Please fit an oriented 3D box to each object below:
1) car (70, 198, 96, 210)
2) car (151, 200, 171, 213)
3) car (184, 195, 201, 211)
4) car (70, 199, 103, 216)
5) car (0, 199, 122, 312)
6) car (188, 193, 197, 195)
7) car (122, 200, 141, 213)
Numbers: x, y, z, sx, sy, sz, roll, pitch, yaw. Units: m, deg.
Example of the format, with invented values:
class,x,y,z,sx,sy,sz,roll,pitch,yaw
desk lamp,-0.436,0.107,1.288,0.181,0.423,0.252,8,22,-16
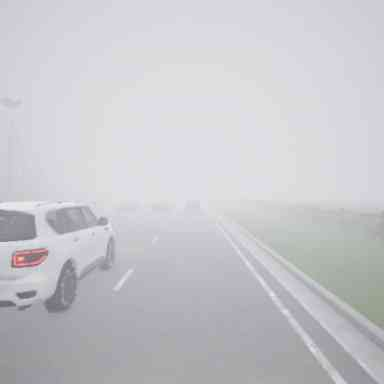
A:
class,x,y,z,sx,sy,sz,roll,pitch,yaw
car,-13.899,1.560,42.629,1.994,1.385,4.181,0,0,0
car,-3.396,1.596,37.270,1.895,1.301,4.718,0,0,0
car,0.103,1.473,39.734,1.882,1.535,5.008,0,0,0
car,-10.399,1.522,33.173,1.812,1.442,4.674,0,0,0
car,-3.398,1.221,7.815,2.150,2.045,5.566,0,0,0
car,0.102,1.211,66.052,2.150,2.045,5.566,0,0,0
car,-6.898,1.597,37.271,1.895,1.301,4.718,0,0,0
